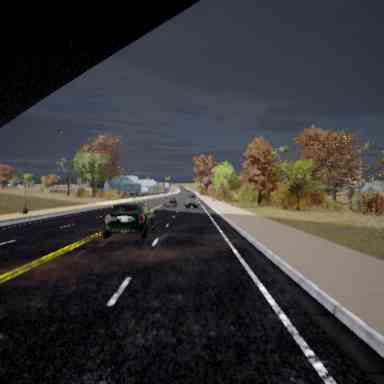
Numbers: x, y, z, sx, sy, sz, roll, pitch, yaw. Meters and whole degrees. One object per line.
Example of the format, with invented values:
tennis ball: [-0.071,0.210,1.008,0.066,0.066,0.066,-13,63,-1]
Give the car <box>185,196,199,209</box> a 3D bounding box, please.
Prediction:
car: [-0.010,1.587,44.199,1.895,1.301,4.718,0,0,0]

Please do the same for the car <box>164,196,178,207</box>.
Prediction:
car: [-3.169,1.395,50.061,2.128,1.511,4.902,0,0,0]

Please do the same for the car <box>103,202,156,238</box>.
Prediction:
car: [-3.156,1.317,17.648,2.097,1.767,4.553,0,0,0]

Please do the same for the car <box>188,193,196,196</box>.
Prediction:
car: [-0.031,0.952,84.314,2.163,1.488,4.792,0,0,0]
